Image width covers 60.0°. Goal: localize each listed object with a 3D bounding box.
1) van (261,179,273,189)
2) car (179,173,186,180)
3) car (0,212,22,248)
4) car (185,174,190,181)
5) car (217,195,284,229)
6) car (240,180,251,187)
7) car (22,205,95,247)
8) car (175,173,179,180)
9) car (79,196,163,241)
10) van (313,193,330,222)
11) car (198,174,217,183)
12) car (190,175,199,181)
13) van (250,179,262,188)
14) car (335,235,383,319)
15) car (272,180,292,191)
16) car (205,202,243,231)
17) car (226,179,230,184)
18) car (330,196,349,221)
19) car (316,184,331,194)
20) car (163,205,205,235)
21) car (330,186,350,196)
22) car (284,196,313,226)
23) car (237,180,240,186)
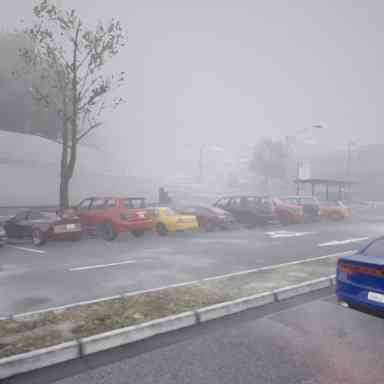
[{"bbox_3d":[16.545,-1.492,68.019,1.878,1.987,4.442,7,4,35],"label":"van"},{"bbox_3d":[-0.791,-4.086,92.725,2.185,1.767,4.553,4,1,34],"label":"car"},{"bbox_3d":[-9.413,1.493,13.500,4.892,1.521,2.231,-1,-1,35],"label":"car"},{"bbox_3d":[0.937,-3.851,90.254,2.185,1.767,4.553,6,3,34],"label":"car"},{"bbox_3d":[2.813,1.262,22.193,5.566,2.045,2.435,-1,-1,35],"label":"car"},{"bbox_3d":[13.246,-1.813,73.225,1.946,1.575,5.366,7,3,35],"label":"car"},{"bbox_3d":[-6.991,1.524,15.244,4.792,1.488,2.163,-1,-1,35],"label":"car"},{"bbox_3d":[-2.560,-4.363,95.075,2.435,2.045,5.566,1,-1,34],"label":"car"},{"bbox_3d":[-4.545,1.247,16.987,5.566,2.045,2.435,-1,-1,35],"label":"car"},{"bbox_3d":[7.868,1.296,25.563,4.442,1.987,1.878,-1,-1,35],"label":"van"},{"bbox_3d":[4.578,-3.177,85.525,1.946,1.575,5.366,7,3,34],"label":"car"},{"bbox_3d":[2.729,-3.700,87.786,2.435,2.045,5.566,7,3,34],"label":"car"},{"bbox_3d":[14.818,-1.765,70.492,1.878,1.987,4.442,7,4,35],"label":"van"},{"bbox_3d":[4.885,1.487,6.601,5.008,1.535,1.882,0,0,-35],"label":"car"},{"bbox_3d":[18.303,-0.993,65.655,2.231,1.521,4.892,7,3,35],"label":"car"},{"bbox_3d":[0.385,1.548,20.438,4.674,1.452,2.002,-1,-1,35],"label":"car"},{"bbox_3d":[9.677,-2.318,78.010,2.002,1.452,4.674,7,3,35],"label":"car"},{"bbox_3d":[10.279,1.402,27.312,4.553,1.767,2.185,-1,-1,35],"label":"car"},{"bbox_3d":[23.506,-0.427,58.265,2.435,2.045,5.566,7,3,35],"label":"car"},{"bbox_3d":[-2.223,1.502,18.812,5.366,1.575,1.946,-1,-1,35],"label":"car"},{"bbox_3d":[25.195,0.135,55.791,2.002,1.452,4.674,7,3,35],"label":"car"},{"bbox_3d":[5.328,1.266,23.896,5.566,2.045,2.435,-1,-1,35],"label":"car"},{"bbox_3d":[11.417,-2.044,75.547,2.002,1.452,4.674,7,4,35],"label":"car"}]
